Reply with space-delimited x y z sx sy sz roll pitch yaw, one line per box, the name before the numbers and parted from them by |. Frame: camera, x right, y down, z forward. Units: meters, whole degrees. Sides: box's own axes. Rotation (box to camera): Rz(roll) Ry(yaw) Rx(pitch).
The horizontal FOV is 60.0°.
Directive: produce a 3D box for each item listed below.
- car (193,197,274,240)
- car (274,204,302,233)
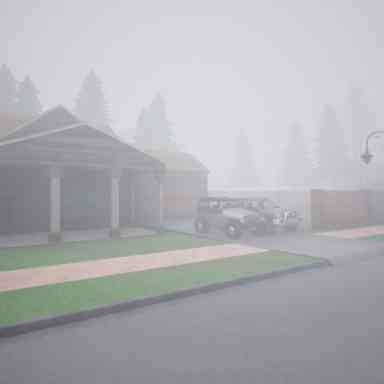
car | 1.715 1.176 16.118 1.905 1.878 3.866 0 0 -36
car | 3.525 1.174 17.906 1.932 1.855 4.605 0 0 -36
